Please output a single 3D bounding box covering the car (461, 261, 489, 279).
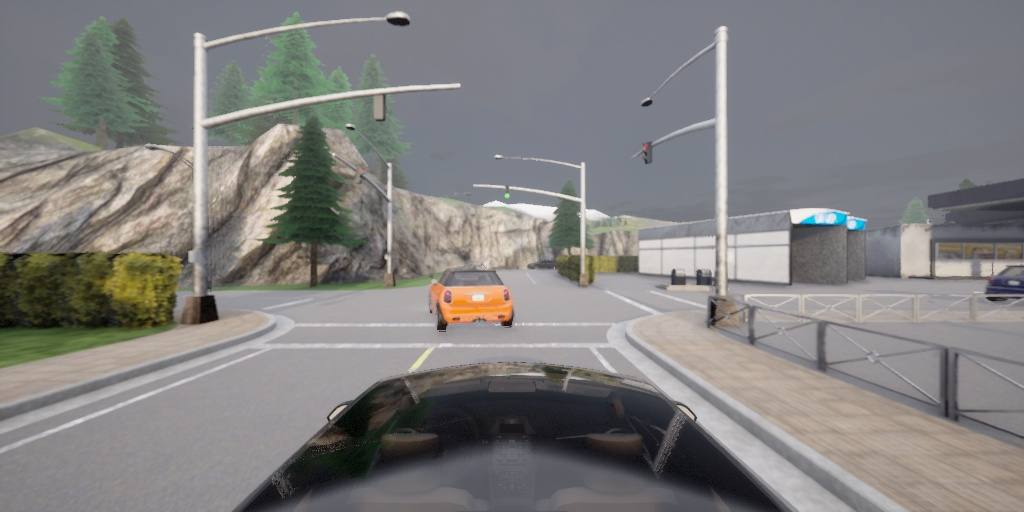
[{"bbox_3d":[-3.573,1.314,35.435,2.128,1.511,4.902,0,0,1],"label":"car"}]

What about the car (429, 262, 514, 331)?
[{"bbox_3d":[-1.480,1.123,11.440,2.097,1.767,4.553,0,0,-16],"label":"car"}]

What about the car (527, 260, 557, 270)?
[{"bbox_3d":[4.738,1.375,54.058,4.892,1.490,1.837,1,-1,-17],"label":"car"}]

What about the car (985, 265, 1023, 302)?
[{"bbox_3d":[22.975,1.134,14.860,4.553,1.767,2.097,0,0,1],"label":"car"}]
